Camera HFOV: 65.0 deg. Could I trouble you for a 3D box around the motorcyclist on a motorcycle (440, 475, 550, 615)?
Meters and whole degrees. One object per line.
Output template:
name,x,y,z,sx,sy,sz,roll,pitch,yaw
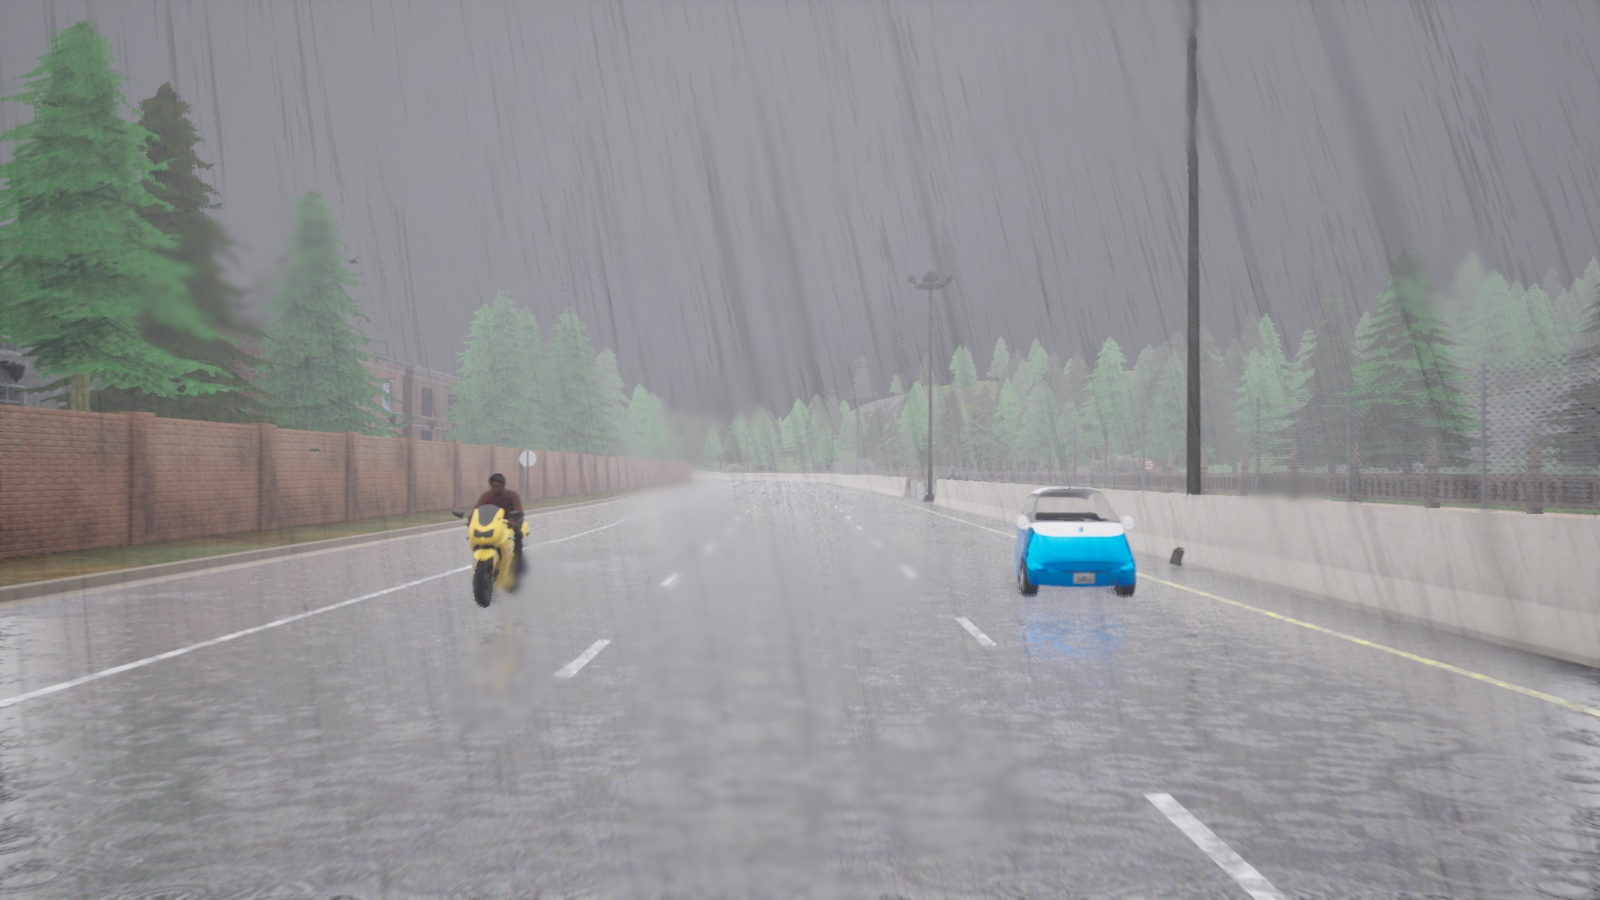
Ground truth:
motorcyclist on a motorcycle,-3.536,1.057,14.731,0.797,1.523,2.044,0,-1,0

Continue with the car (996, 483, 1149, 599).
car,3.460,1.128,16.263,1.481,1.376,2.207,0,-1,0
